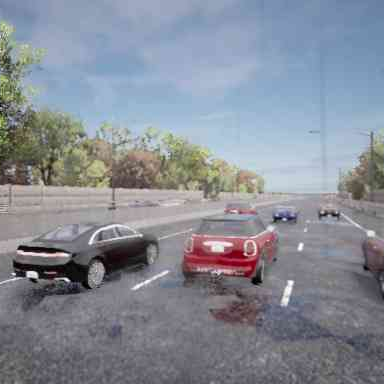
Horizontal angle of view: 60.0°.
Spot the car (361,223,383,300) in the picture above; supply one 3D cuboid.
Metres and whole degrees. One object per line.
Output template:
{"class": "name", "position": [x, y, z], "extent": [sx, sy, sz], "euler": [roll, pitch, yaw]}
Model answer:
{"class": "car", "position": [5.586, 1.420, 8.264], "extent": [2.097, 1.767, 4.553], "euler": [0, -1, 20]}

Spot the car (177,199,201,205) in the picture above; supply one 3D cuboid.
{"class": "car", "position": [0.015, 1.845, 47.354], "extent": [2.097, 1.767, 4.553], "euler": [0, -1, 20]}

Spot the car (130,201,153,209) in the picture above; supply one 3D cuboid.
{"class": "car", "position": [-6.978, 2.074, 48.635], "extent": [2.033, 1.411, 5.357], "euler": [0, -1, 20]}

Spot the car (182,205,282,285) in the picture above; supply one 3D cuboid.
{"class": "car", "position": [1.386, 1.452, 10.231], "extent": [2.097, 1.767, 4.553], "euler": [0, -1, 20]}

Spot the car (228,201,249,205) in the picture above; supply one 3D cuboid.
{"class": "car", "position": [3.978, 1.623, 27.289], "extent": [2.097, 1.767, 4.553], "euler": [0, -1, 20]}

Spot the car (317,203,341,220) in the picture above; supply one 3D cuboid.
{"class": "car", "position": [13.169, 1.895, 32.061], "extent": [1.895, 1.301, 4.718], "euler": [0, -1, 21]}

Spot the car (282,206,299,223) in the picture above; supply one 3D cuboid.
{"class": "car", "position": [8.059, 1.870, 28.216], "extent": [1.895, 1.301, 4.718], "euler": [0, -1, 20]}

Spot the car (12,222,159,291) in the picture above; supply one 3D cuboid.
{"class": "car", "position": [-2.623, 1.597, 9.490], "extent": [2.128, 1.511, 4.902], "euler": [0, -1, 20]}

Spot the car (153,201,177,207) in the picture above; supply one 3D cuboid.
{"class": "car", "position": [-3.381, 2.038, 48.260], "extent": [1.812, 1.442, 4.674], "euler": [0, -1, 20]}

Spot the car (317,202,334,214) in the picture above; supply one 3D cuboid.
{"class": "car", "position": [16.728, 1.988, 41.783], "extent": [1.895, 1.301, 4.718], "euler": [0, -1, 21]}
